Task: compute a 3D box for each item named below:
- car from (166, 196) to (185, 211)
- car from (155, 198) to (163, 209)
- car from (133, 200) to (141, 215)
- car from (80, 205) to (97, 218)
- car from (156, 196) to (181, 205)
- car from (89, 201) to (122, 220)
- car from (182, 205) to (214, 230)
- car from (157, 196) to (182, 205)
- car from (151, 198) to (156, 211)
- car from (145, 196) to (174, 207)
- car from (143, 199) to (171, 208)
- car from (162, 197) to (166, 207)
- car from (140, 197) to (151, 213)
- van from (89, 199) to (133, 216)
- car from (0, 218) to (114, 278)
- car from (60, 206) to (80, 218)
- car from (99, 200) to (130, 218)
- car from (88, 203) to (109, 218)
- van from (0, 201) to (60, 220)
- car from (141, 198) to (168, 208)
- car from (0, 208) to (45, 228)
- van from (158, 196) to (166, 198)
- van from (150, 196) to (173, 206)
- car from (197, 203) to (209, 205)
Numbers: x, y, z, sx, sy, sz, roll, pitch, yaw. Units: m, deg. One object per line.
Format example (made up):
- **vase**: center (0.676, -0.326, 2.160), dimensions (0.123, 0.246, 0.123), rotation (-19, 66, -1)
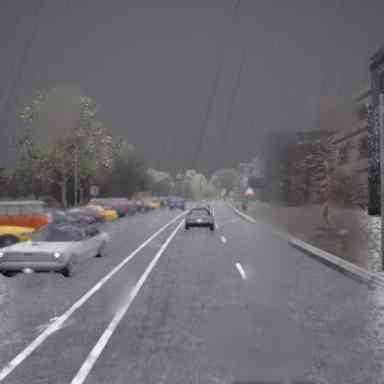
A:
- **car**: center (-2.286, 1.794, 52.230), dimensions (2.150, 2.045, 5.566), rotation (0, 0, 4)
- **car**: center (-7.564, 2.036, 49.170), dimensions (5.366, 1.575, 1.946), rotation (-1, -1, -16)
- **car**: center (-8.458, 1.971, 37.253), dimensions (4.674, 1.452, 2.002), rotation (-1, -1, -17)
- **car**: center (-9.061, 1.798, 22.433), dimensions (4.674, 1.452, 2.002), rotation (0, -1, -18)
- **car**: center (-5.651, 1.945, 78.679), dimensions (5.566, 2.045, 2.435), rotation (-1, -1, -16)
- **car**: center (-9.049, 1.831, 28.292), dimensions (5.366, 1.575, 1.946), rotation (-1, 0, -18)
- **car**: center (0.547, 1.848, 23.585), dimensions (1.994, 1.385, 4.181), rotation (0, -1, 2)
- **car**: center (-5.493, 1.956, 81.603), dimensions (5.566, 2.045, 2.435), rotation (-1, 0, -16)
- **car**: center (-7.944, 2.017, 46.152), dimensions (4.892, 1.521, 2.231), rotation (-1, -1, -16)
- **car**: center (-6.533, 1.901, 66.845), dimensions (5.566, 2.045, 2.435), rotation (-1, 0, -16)
- **car**: center (-6.716, 2.138, 63.905), dimensions (5.008, 1.535, 2.097), rotation (-1, -1, -16)
- **car**: center (-7.355, 2.114, 55.026), dimensions (4.792, 1.488, 2.163), rotation (-1, 0, -16)
- **car**: center (-8.093, 1.863, 43.194), dimensions (4.553, 1.767, 2.185), rotation (-1, 0, -17)
- **van**: center (-8.720, 1.675, 34.247), dimensions (4.442, 1.987, 1.878), rotation (-1, 0, -17)
- **car**: center (-4.138, 1.723, 10.662), dimensions (1.895, 1.301, 4.718), rotation (0, -1, 1)
- **car**: center (-9.171, 1.760, 19.481), dimensions (4.674, 1.452, 2.002), rotation (-1, -1, -19)
- **car**: center (-8.738, 1.866, 31.315), dimensions (5.008, 1.535, 2.097), rotation (-1, 0, -18)
- **car**: center (-8.975, 1.836, 25.379), dimensions (4.674, 1.452, 2.002), rotation (-1, -1, -18)
- **van**: center (-9.145, 1.455, 16.556), dimensions (4.442, 1.987, 1.878), rotation (-1, -1, -19)
- **car**: center (-6.945, 1.997, 60.940), dimensions (4.553, 1.767, 2.185), rotation (-1, -1, -16)
- **car**: center (-9.143, 1.640, 13.605), dimensions (5.366, 1.575, 1.946), rotation (-1, -1, -19)
- **van**: center (-7.232, 1.879, 57.955), dimensions (4.442, 1.987, 1.878), rotation (-1, 0, -16)
- **van**: center (-6.406, 1.941, 69.770), dimensions (4.442, 1.987, 1.878), rotation (-1, 0, -16)
- **car**: center (1.370, 2.027, 41.586), dimensions (2.033, 1.411, 5.357), rotation (0, -1, 3)
